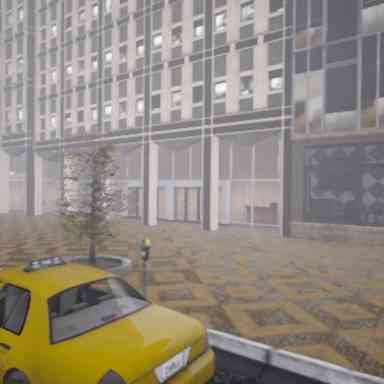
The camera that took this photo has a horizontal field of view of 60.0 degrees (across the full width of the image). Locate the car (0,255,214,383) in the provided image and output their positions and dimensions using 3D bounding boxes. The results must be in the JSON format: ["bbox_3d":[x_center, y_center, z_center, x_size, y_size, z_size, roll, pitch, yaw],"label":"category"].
[{"bbox_3d":[-2.050,1.510,4.330,4.829,1.417,1.752,0,1,36],"label":"car"}]
